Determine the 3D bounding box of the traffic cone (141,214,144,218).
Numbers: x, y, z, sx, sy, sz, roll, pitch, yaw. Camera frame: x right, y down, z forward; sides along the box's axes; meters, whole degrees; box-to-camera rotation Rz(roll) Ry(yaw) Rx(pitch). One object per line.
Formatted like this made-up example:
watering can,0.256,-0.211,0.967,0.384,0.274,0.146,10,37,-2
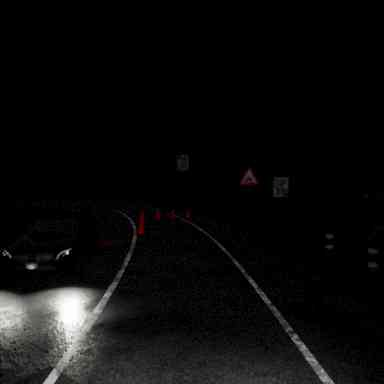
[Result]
traffic cone,-2.683,1.610,17.721,0.340,0.580,0.340,-1,2,-8

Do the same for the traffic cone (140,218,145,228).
traffic cone,-2.410,1.661,15.740,0.340,0.580,0.340,-1,2,-8

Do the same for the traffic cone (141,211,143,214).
traffic cone,-2.956,1.557,19.702,0.340,0.580,0.340,-1,2,-8

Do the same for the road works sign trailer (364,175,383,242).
road works sign trailer,7.394,0.814,10.789,2.380,2.880,3.560,43,2,-1

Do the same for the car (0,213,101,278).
car,-3.928,1.397,9.984,1.812,1.442,4.674,0,1,-6

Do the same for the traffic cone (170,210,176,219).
traffic cone,-1.256,1.453,21.945,0.340,0.580,0.340,-1,2,-7
